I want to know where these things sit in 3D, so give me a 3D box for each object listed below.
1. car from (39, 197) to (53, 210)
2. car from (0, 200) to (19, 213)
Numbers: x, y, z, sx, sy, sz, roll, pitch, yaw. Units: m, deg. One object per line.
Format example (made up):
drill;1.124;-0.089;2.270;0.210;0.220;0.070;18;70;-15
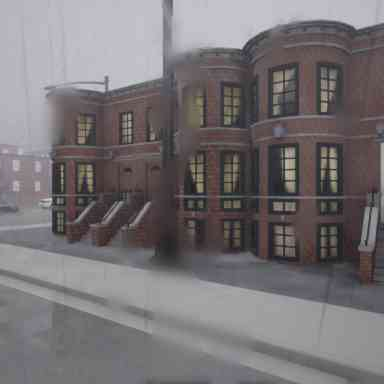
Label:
car;-17.312;1.220;44.171;2.150;2.045;5.566;0;0;36
car;-20.128;1.564;34.224;1.994;1.385;4.181;0;0;36
